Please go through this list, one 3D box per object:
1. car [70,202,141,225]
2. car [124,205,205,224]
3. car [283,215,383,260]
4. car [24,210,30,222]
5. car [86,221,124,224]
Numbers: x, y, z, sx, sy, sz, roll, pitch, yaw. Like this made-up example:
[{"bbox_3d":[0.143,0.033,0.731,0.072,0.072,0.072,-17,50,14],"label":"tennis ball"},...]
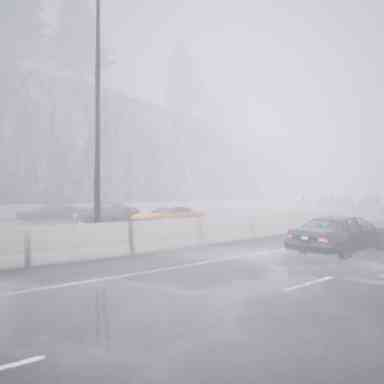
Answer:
[{"bbox_3d":[-6.569,1.570,25.572,4.902,1.511,2.128,0,0,-39],"label":"car"},{"bbox_3d":[-1.404,1.548,20.761,5.008,1.535,1.882,0,0,-40],"label":"car"},{"bbox_3d":[5.722,1.602,12.746,5.357,1.411,2.033,0,0,-39],"label":"car"},{"bbox_3d":[-10.984,1.622,26.479,5.357,1.411,2.033,0,0,-38],"label":"car"},{"bbox_3d":[-4.915,1.671,22.386,4.718,1.301,1.895,0,0,-39],"label":"car"}]
